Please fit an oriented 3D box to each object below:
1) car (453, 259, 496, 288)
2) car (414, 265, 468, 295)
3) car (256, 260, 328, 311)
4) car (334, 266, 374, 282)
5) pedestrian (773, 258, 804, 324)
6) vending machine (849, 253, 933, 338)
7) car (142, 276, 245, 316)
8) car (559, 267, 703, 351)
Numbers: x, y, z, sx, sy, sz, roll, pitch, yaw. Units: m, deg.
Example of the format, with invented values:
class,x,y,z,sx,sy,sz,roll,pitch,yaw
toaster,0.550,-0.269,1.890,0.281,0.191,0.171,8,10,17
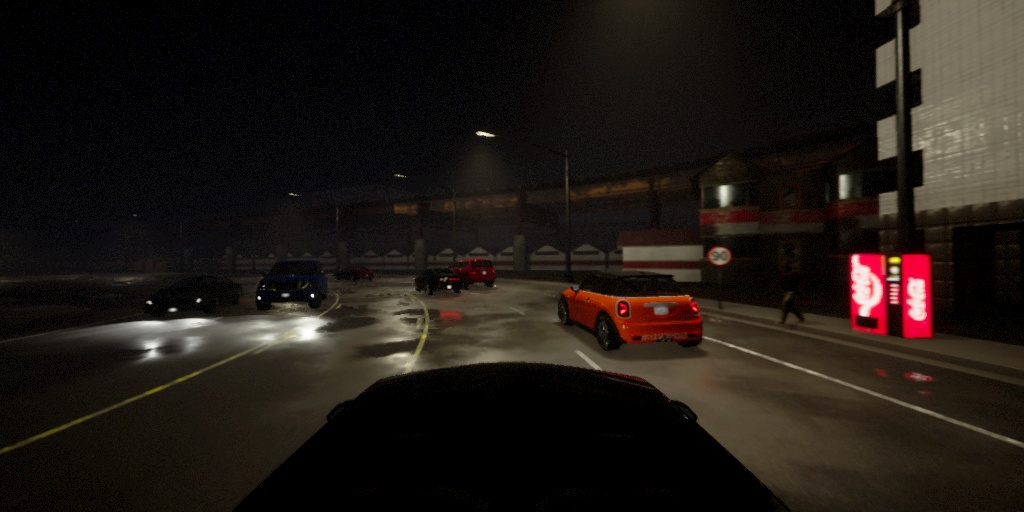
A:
class,x,y,z,sx,sy,sz,roll,pitch,yaw
car,-3.218,1.251,26.401,2.150,2.045,5.566,0,-1,-31
car,-4.615,1.506,21.939,1.837,1.490,4.892,0,-1,-28
car,-9.901,1.215,16.563,2.150,2.045,5.566,0,-1,-22
car,-15.885,1.738,35.835,5.008,1.535,1.882,-1,-1,36
pedestrian,7.513,0.930,9.758,0.375,1.860,0.375,-1,-1,-9
vending machine,8.980,0.915,8.525,1.100,2.100,0.880,0,0,-7
car,-13.157,1.575,15.292,2.033,1.411,5.357,0,-1,-23
car,2.727,1.149,9.381,2.097,1.767,4.553,-1,0,-8
